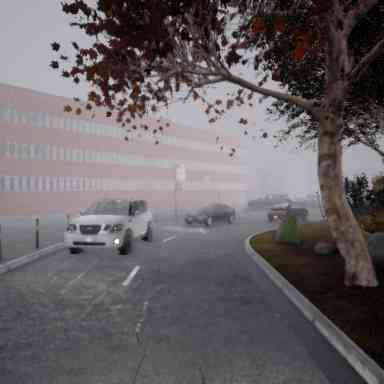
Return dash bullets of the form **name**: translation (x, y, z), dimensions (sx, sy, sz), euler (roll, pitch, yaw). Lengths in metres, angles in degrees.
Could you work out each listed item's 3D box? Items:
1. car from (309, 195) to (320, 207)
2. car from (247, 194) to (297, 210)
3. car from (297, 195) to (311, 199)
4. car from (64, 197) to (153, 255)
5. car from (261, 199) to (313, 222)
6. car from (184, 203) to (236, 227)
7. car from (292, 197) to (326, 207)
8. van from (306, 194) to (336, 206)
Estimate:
- **car**: translation (16.639, 1.578, 50.274), dimensions (4.674, 1.452, 2.002), euler (0, 0, 38)
- **car**: translation (9.604, 1.292, 41.427), dimensions (5.566, 2.045, 2.435), euler (0, 0, 38)
- **car**: translation (13.130, 1.543, 45.845), dimensions (5.008, 1.535, 2.097), euler (0, 0, 38)
- **car**: translation (-3.148, 1.251, 13.832), dimensions (2.150, 2.045, 5.566), euler (0, 0, 6)
- **car**: translation (7.658, 1.584, 26.436), dimensions (1.837, 1.490, 4.892), euler (0, 0, 38)
- **car**: translation (1.364, 1.555, 23.737), dimensions (1.837, 1.490, 4.892), euler (0, 0, 37)
- **car**: translation (18.398, 1.574, 52.486), dimensions (4.674, 1.452, 2.002), euler (0, 0, 38)
- **van**: translation (21.996, 1.301, 56.845), dimensions (4.442, 1.987, 1.878), euler (0, 0, 38)
